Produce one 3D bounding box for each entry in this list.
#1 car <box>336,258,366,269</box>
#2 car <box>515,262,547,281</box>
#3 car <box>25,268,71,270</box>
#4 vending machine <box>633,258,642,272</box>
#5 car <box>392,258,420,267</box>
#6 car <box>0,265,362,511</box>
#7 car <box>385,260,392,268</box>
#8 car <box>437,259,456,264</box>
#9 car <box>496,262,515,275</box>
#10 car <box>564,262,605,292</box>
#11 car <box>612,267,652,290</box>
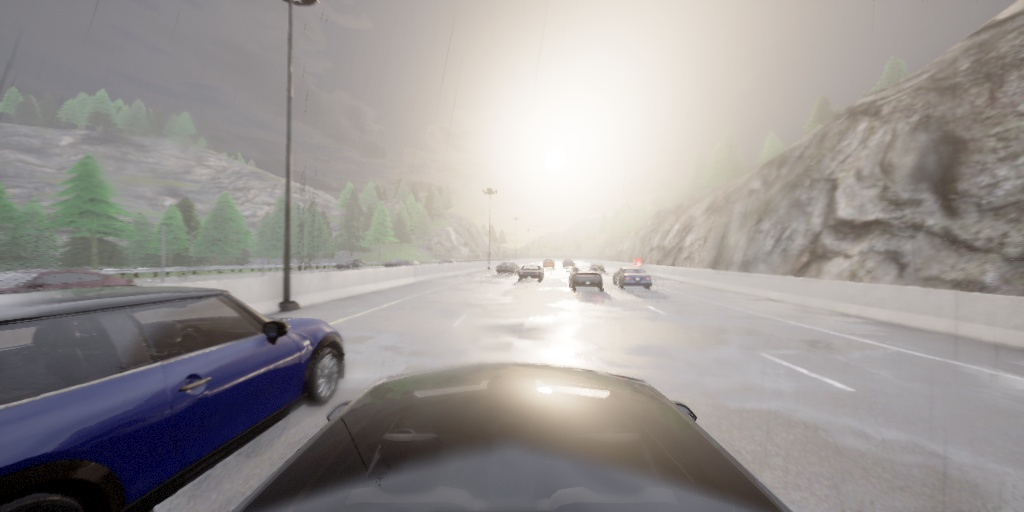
[{"bbox_3d":[-20.693,1.023,46.243,1.837,1.490,4.892,1,0,8],"label":"car"},{"bbox_3d":[1.728,1.401,30.738,1.895,1.301,4.718,1,0,9],"label":"car"},{"bbox_3d":[-13.885,1.101,10.522,1.812,1.442,4.674,1,0,2],"label":"car"},{"bbox_3d":[16.133,1.200,46.070,1.100,2.100,0.880,0,0,7],"label":"vending machine"},{"bbox_3d":[-13.543,1.178,47.004,1.994,1.385,4.181,1,0,8],"label":"car"},{"bbox_3d":[-3.477,1.058,3.362,2.097,1.767,4.553,1,0,1],"label":"car"},{"bbox_3d":[-16.444,1.058,51.645,1.882,1.535,5.008,1,0,8],"label":"car"},{"bbox_3d":[-9.395,1.176,51.591,1.837,1.490,4.892,1,0,8],"label":"car"},{"bbox_3d":[-0.414,1.329,40.330,2.033,1.411,5.357,1,0,10],"label":"car"},{"bbox_3d":[4.535,1.319,22.403,2.128,1.511,4.902,1,0,7],"label":"car"},{"bbox_3d":[7.904,1.423,23.914,2.033,1.411,5.357,1,0,9],"label":"car"}]
